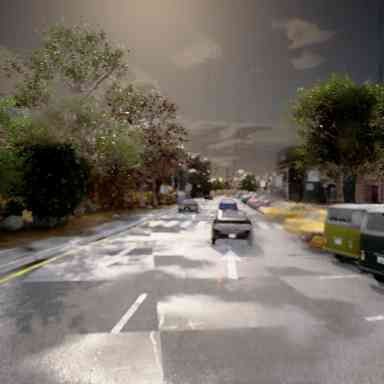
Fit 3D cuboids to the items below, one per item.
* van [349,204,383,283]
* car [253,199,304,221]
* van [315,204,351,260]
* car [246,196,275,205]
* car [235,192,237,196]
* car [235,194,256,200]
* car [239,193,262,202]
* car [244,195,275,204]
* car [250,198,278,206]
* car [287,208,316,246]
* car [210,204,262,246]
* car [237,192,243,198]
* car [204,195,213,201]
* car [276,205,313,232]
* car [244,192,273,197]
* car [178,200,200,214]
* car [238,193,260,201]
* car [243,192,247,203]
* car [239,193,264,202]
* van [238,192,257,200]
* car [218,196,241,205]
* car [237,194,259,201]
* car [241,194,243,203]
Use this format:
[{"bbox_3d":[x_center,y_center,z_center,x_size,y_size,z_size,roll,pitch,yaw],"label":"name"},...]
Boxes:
[{"bbox_3d":[6.542,1.390,8.309,4.442,1.987,1.878,2,-1,-15],"label":"van"},{"bbox_3d":[7.938,1.603,26.159,5.366,1.575,1.946,1,1,-14],"label":"car"},{"bbox_3d":[6.815,1.409,11.298,4.442,1.987,1.878,2,0,-15],"label":"van"},{"bbox_3d":[9.614,1.550,41.133,4.674,1.452,2.002,1,1,-14],"label":"car"},{"bbox_3d":[12.062,1.130,65.011,5.566,2.045,2.435,1,1,-14],"label":"car"},{"bbox_3d":[14.659,1.287,91.866,5.366,1.575,1.946,1,1,-14],"label":"car"},{"bbox_3d":[12.982,1.222,73.979,4.553,1.767,2.185,1,0,-14],"label":"car"},{"bbox_3d":[9.889,1.520,44.112,4.792,1.488,2.163,1,1,-14],"label":"car"},{"bbox_3d":[8.233,1.583,29.146,5.366,1.575,1.946,1,1,-14],"label":"car"},{"bbox_3d":[6.977,1.651,14.242,5.008,1.535,2.097,1,0,-15],"label":"car"},{"bbox_3d":[1.904,1.598,16.125,2.128,1.511,4.902,1,0,5],"label":"car"},{"bbox_3d":[11.142,1.172,56.041,5.566,2.045,2.435,2,1,-14],"label":"car"},{"bbox_3d":[3.839,1.285,76.538,1.895,1.301,4.718,1,0,6],"label":"car"},{"bbox_3d":[7.425,1.663,17.281,5.366,1.575,1.946,1,0,-14],"label":"car"},{"bbox_3d":[10.259,1.348,47.109,4.553,1.767,2.185,1,1,-14],"label":"car"},{"bbox_3d":[-0.291,1.520,35.087,1.994,1.385,4.181,1,0,6],"label":"car"},{"bbox_3d":[13.664,1.205,79.958,4.553,1.767,2.185,1,1,-14],"label":"car"},{"bbox_3d":[10.567,1.331,50.095,4.553,1.767,2.185,1,1,-14],"label":"car"},{"bbox_3d":[12.673,1.233,70.994,4.553,1.767,2.185,1,0,-14],"label":"car"},{"bbox_3d":[14.356,1.089,85.967,4.442,1.987,1.878,1,0,-14],"label":"van"},{"bbox_3d":[3.668,1.488,34.028,1.882,1.535,5.008,1,0,6],"label":"car"},{"bbox_3d":[13.927,1.321,82.950,5.008,1.535,2.097,1,0,-14],"label":"car"},{"bbox_3d":[10.838,1.479,53.080,4.674,1.452,2.002,1,0,-14],"label":"car"}]
